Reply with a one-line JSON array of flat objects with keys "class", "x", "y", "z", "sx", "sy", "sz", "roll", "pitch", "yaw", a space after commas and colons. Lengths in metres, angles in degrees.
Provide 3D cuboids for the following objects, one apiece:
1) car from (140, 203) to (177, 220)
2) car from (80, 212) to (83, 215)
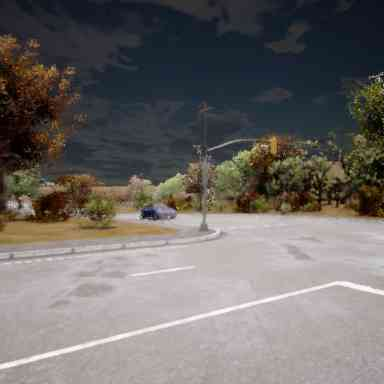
[{"class": "car", "x": -3.393, "y": 1.866, "z": 33.221, "sx": 2.097, "sy": 1.767, "sz": 4.553, "roll": 1, "pitch": -3, "yaw": -33}, {"class": "car", "x": -16.850, "y": 3.263, "z": 53.930, "sx": 1.812, "sy": 1.442, "sz": 4.674, "roll": 1, "pitch": -3, "yaw": -33}]
